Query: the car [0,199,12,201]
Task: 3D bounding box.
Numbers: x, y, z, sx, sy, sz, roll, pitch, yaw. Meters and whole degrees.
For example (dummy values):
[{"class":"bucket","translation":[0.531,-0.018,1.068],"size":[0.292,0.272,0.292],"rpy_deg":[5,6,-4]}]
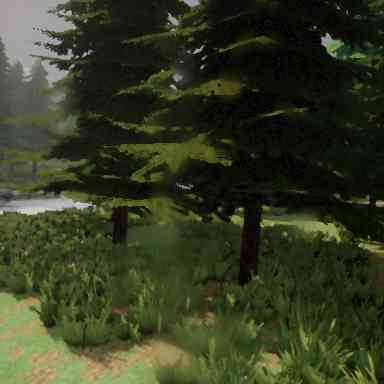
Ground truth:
[{"class":"car","translation":[-12.943,0.181,19.370],"size":[1.837,1.490,4.892],"rpy_deg":[5,3,22]}]
